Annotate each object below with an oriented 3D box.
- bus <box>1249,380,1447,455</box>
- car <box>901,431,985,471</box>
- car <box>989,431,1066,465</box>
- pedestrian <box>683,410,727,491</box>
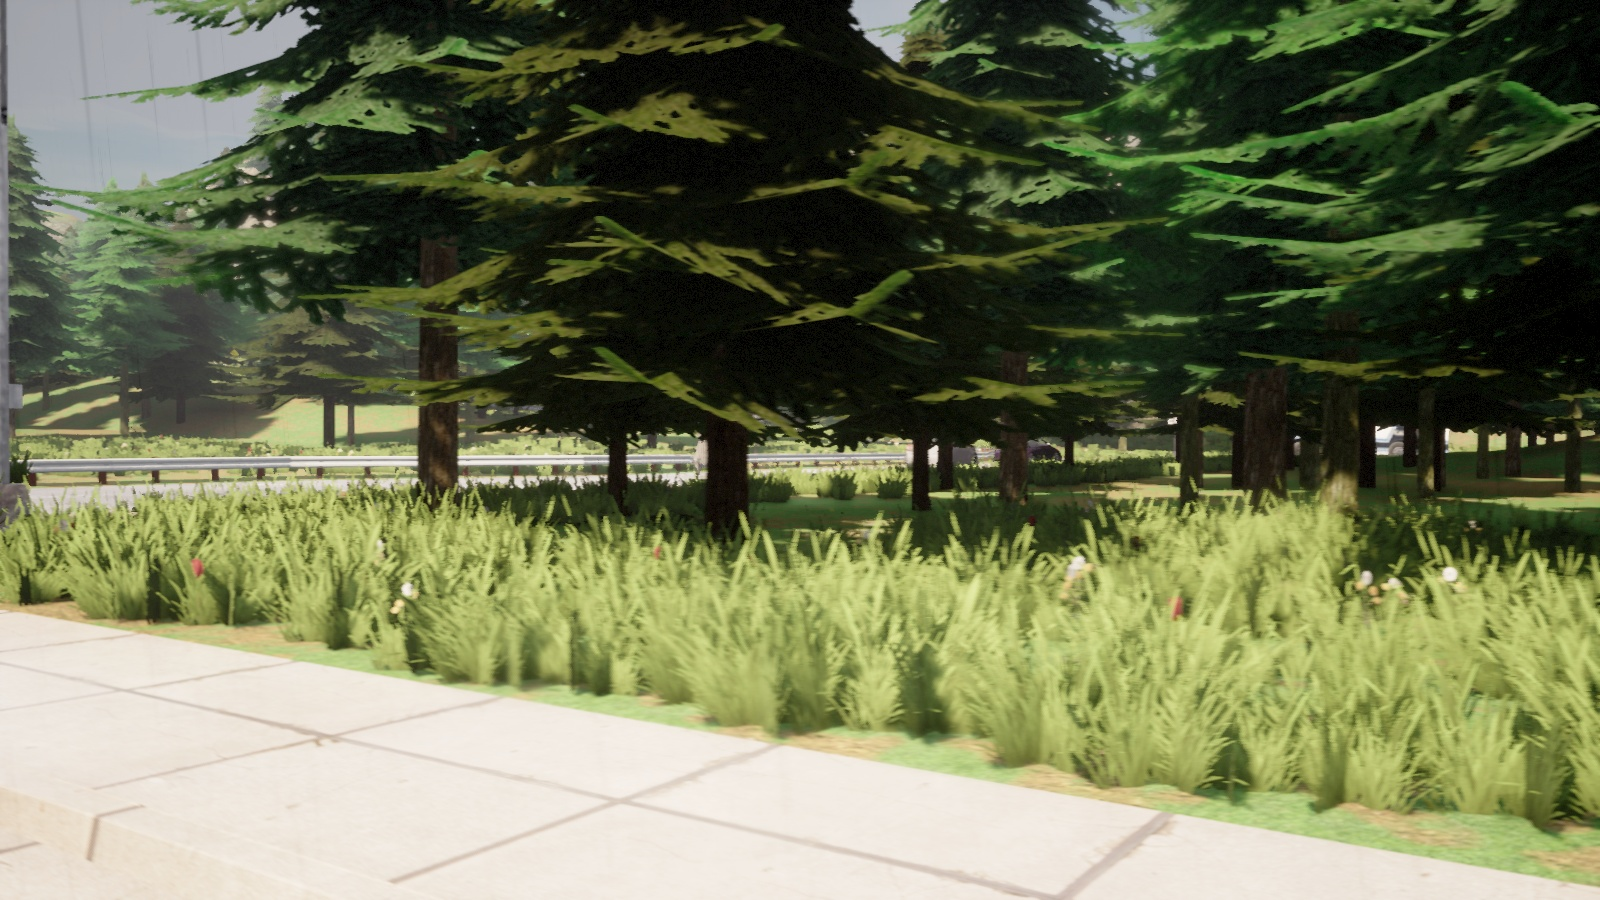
[{"bbox_3d":[33.121,-1.927,76.320,10.273,4.253,3.944,1,0,4],"label":"bus"},{"bbox_3d":[5.732,0.019,50.049,1.845,1.501,3.633,0,1,35],"label":"car"},{"bbox_3d":[10.302,-0.113,56.637,1.816,1.474,4.193,0,1,35],"label":"car"},{"bbox_3d":[-2.327,-0.004,30.794,0.659,1.952,0.873,0,1,35],"label":"pedestrian"}]
